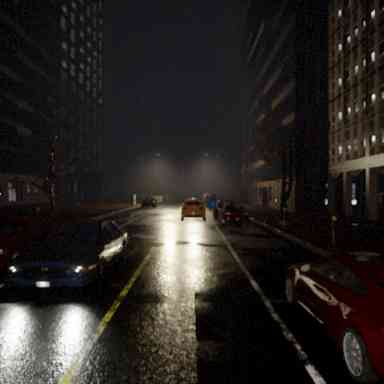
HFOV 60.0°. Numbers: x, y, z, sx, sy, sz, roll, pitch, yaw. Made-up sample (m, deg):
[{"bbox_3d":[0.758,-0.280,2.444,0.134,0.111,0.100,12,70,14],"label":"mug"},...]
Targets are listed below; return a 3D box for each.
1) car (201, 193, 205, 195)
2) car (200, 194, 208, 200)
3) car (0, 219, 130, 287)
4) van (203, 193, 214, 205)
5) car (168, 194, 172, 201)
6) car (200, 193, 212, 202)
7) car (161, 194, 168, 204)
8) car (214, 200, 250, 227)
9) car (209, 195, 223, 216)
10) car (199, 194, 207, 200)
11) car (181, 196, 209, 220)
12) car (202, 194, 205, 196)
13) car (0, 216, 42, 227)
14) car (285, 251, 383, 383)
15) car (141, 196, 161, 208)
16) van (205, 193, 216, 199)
[{"bbox_3d":[2.717,1.124,50.209,2.192,1.841,5.009,1,0,0],"label":"car"},{"bbox_3d":[2.725,1.276,78.417,1.802,1.307,4.206,1,0,0],"label":"car"},{"bbox_3d":[-3.074,1.513,9.519,2.033,1.411,5.357,0,0,0],"label":"car"},{"bbox_3d":[2.719,1.127,55.851,1.690,1.788,3.998,1,0,0],"label":"van"},{"bbox_3d":[-5.660,1.291,67.114,2.008,1.369,4.403,1,0,0],"label":"car"},{"bbox_3d":[2.724,1.055,67.133,2.192,1.841,5.009,1,0,0],"label":"car"},{"bbox_3d":[-5.663,1.337,55.829,2.008,1.369,4.403,1,0,0],"label":"car"},{"bbox_3d":[2.705,1.463,22.003,1.887,1.381,4.507,0,0,0],"label":"car"},{"bbox_3d":[2.708,1.337,27.644,1.967,1.590,4.097,0,0,0],"label":"car"},{"bbox_3d":[2.727,1.195,84.228,1.752,1.417,4.829,1,0,0],"label":"car"},{"bbox_3d":[0.109,1.377,26.902,1.882,1.535,5.008,0,0,0],"label":"car"},{"bbox_3d":[2.713,1.382,44.569,2.008,1.369,4.403,1,0,0],"label":"car"},{"bbox_3d":[-5.679,1.505,10.686,1.887,1.381,4.507,1,0,0],"label":"car"},{"bbox_3d":[2.699,1.563,5.079,1.802,1.307,4.206,0,0,0],"label":"car"},{"bbox_3d":[-5.666,1.272,44.543,1.967,1.590,4.097,1,0,0],"label":"car"},{"bbox_3d":[2.713,1.195,38.926,1.690,1.788,3.998,1,0,0],"label":"van"}]
